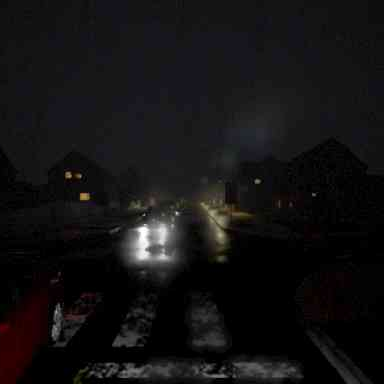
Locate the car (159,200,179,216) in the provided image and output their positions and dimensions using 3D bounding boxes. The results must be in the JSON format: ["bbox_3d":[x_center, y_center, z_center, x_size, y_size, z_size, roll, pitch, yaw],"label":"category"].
[{"bbox_3d":[-2.838,1.640,36.827,2.097,1.767,4.553,0,-1,0],"label":"car"}]

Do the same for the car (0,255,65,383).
[{"bbox_3d":[-2.754,1.507,3.448,1.882,1.535,5.008,1,-1,-8],"label":"car"}]

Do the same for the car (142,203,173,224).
[{"bbox_3d":[-2.841,1.800,26.765,1.895,1.301,4.718,0,0,0],"label":"car"}]

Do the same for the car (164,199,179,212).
[{"bbox_3d":[-2.824,1.864,47.084,1.882,1.535,5.008,0,0,0],"label":"car"}]
